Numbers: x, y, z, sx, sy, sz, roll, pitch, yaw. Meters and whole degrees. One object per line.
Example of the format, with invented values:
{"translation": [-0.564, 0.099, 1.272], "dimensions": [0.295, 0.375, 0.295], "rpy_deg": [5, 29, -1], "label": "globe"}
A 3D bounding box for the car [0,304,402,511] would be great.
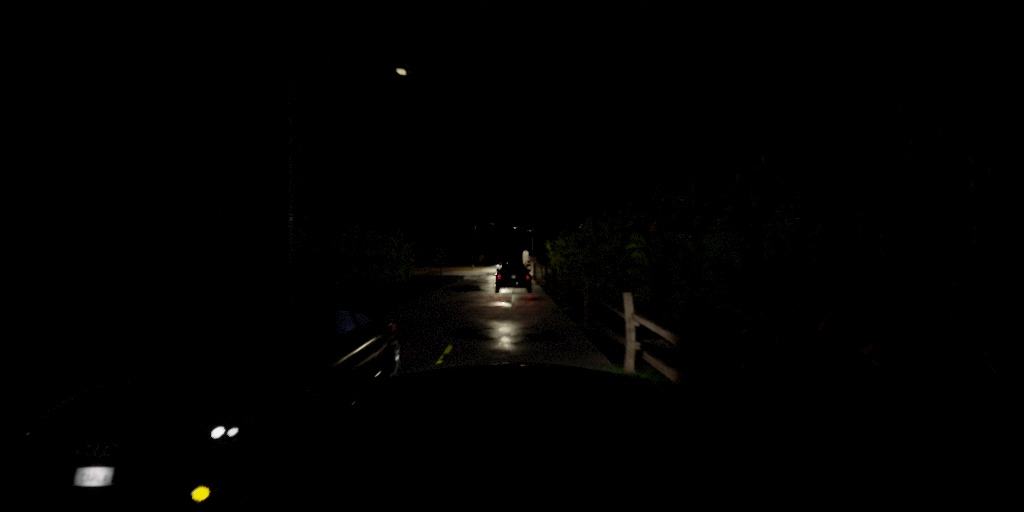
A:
{"translation": [-2.850, 1.323, 4.437], "dimensions": [1.994, 1.385, 4.181], "rpy_deg": [0, 0, 0], "label": "car"}

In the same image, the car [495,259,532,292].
{"translation": [0.093, 1.170, 21.807], "dimensions": [2.097, 1.767, 4.553], "rpy_deg": [0, 0, 0], "label": "car"}
